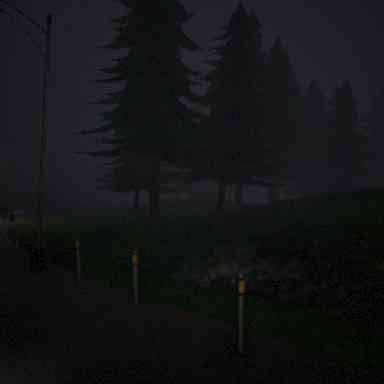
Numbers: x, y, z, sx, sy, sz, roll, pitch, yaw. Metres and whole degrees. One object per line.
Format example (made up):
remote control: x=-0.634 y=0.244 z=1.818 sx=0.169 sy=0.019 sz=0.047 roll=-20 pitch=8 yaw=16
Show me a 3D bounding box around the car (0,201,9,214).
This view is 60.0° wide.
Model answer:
car: x=-21.654 y=1.692 z=36.402 sx=2.128 sy=1.511 sz=4.902 roll=4 pitch=-2 yaw=-9
